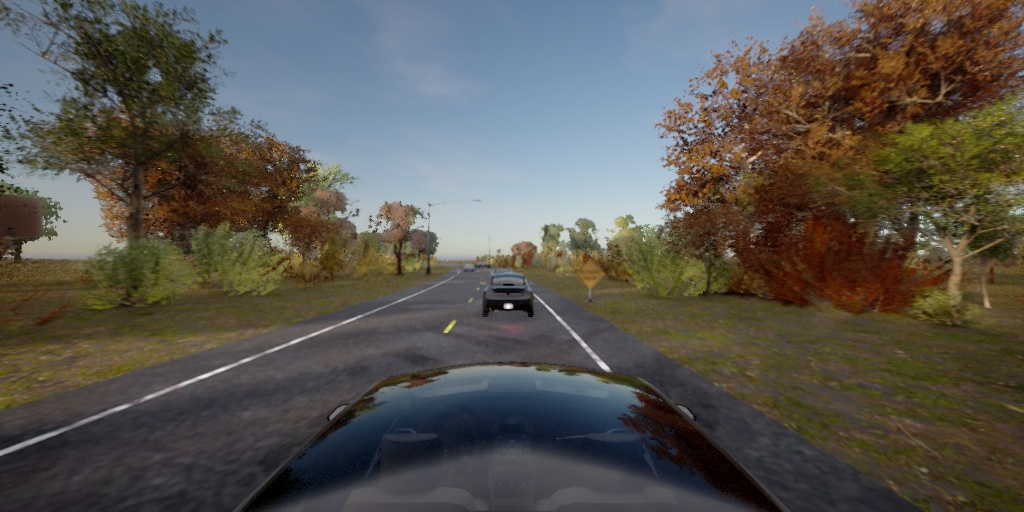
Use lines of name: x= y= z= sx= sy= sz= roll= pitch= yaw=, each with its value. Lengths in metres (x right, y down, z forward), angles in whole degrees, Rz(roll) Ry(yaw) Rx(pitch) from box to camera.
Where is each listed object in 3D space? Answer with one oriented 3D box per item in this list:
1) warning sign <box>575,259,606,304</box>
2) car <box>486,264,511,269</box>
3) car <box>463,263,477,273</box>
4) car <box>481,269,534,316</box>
warning sign: x=3.328 y=1.050 z=15.269 sx=1.300 sy=1.860 sz=1.060 roll=0 pitch=0 yaw=-2
car: x=-0.826 y=1.619 z=29.254 sx=2.128 sy=1.511 sz=4.902 roll=0 pitch=-1 yaw=-3
car: x=-7.198 y=2.060 z=60.101 sx=1.812 sy=1.442 sz=4.674 roll=0 pitch=-1 yaw=-6
car: x=-0.170 y=1.430 z=14.246 sx=1.837 sy=1.490 sz=4.892 roll=0 pitch=0 yaw=-1
